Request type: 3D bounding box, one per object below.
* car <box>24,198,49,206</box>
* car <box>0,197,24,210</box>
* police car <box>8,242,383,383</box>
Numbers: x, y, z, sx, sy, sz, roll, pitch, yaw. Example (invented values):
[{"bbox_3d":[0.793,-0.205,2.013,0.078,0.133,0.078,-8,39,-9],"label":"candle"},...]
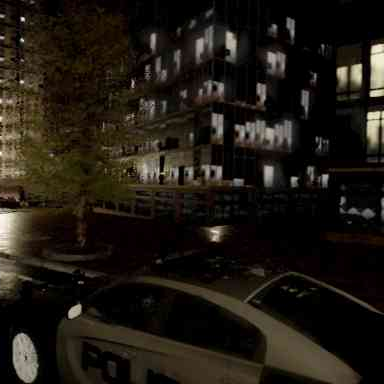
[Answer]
[{"bbox_3d":[-26.913,1.727,56.907,4.403,1.369,2.008,1,1,-34],"label":"car"},{"bbox_3d":[-27.138,1.649,47.199,5.009,1.841,2.192,1,1,-34],"label":"car"},{"bbox_3d":[-0.151,1.424,3.670,5.238,1.638,1.930,0,0,36],"label":"police car"}]
